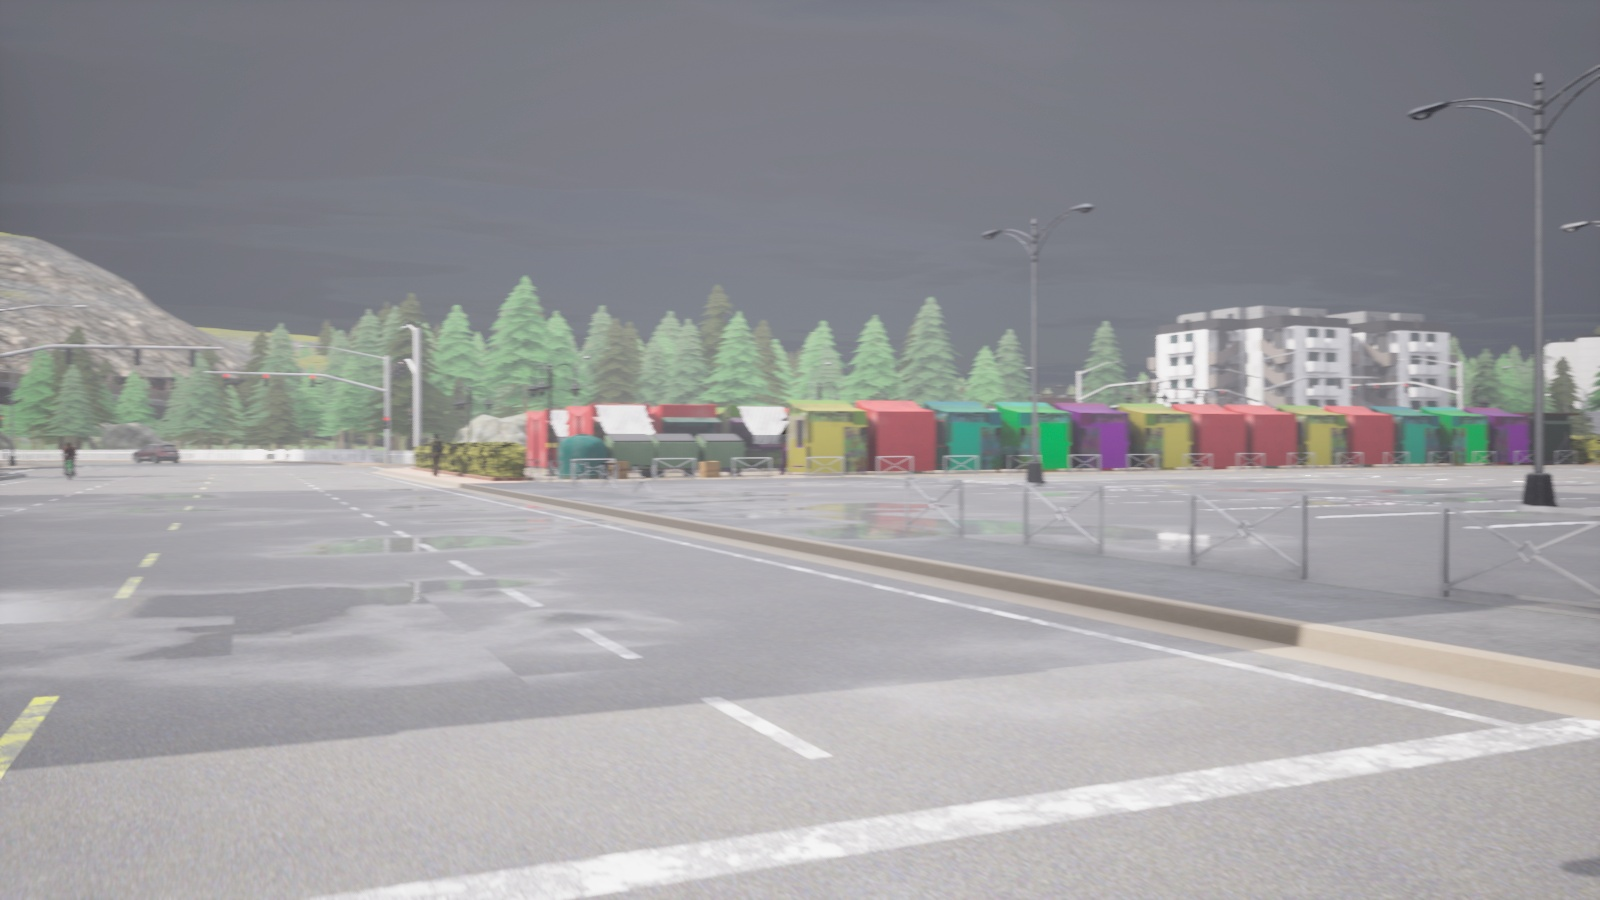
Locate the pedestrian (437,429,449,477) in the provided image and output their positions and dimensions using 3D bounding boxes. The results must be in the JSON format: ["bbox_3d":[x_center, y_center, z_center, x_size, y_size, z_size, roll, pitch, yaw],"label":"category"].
[{"bbox_3d":[-14.371,0.129,50.561,0.395,1.930,0.692,0,0,-22],"label":"pedestrian"}]
